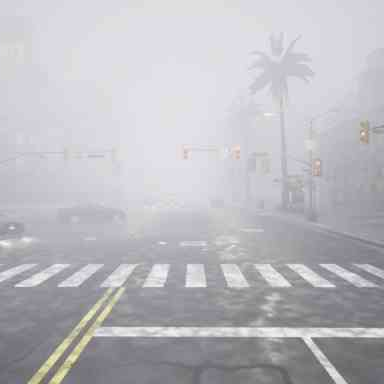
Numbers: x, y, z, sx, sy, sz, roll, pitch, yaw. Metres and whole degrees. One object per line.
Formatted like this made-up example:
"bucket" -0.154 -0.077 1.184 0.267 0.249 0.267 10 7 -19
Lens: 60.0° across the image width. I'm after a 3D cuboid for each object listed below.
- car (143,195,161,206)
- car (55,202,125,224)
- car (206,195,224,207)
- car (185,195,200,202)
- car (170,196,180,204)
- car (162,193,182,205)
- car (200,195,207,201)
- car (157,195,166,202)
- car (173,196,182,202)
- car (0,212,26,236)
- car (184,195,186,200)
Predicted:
"car" -6.936 1.352 56.353 2.097 1.767 4.553 0 0 1
"car" -7.494 1.478 24.844 5.008 1.535 1.882 0 1 -32
"car" 3.654 1.491 49.570 2.128 1.511 4.902 0 0 0
"car" 0.151 1.541 74.210 2.033 1.411 5.357 0 0 0
"car" -3.392 1.526 67.055 1.812 1.442 4.674 0 0 1
"car" -3.421 1.221 57.546 2.150 2.045 5.566 0 0 1
"car" 3.651 1.478 80.987 1.882 1.535 5.008 0 0 0
"car" -6.860 1.524 75.133 1.812 1.442 4.674 0 0 0
"car" -3.357 1.595 77.148 1.895 1.301 4.718 0 0 0
"car" -10.531 1.564 16.759 4.181 1.385 1.994 0 0 20
"car" -1.203 1.524 95.421 1.812 1.442 4.674 0 0 -12
